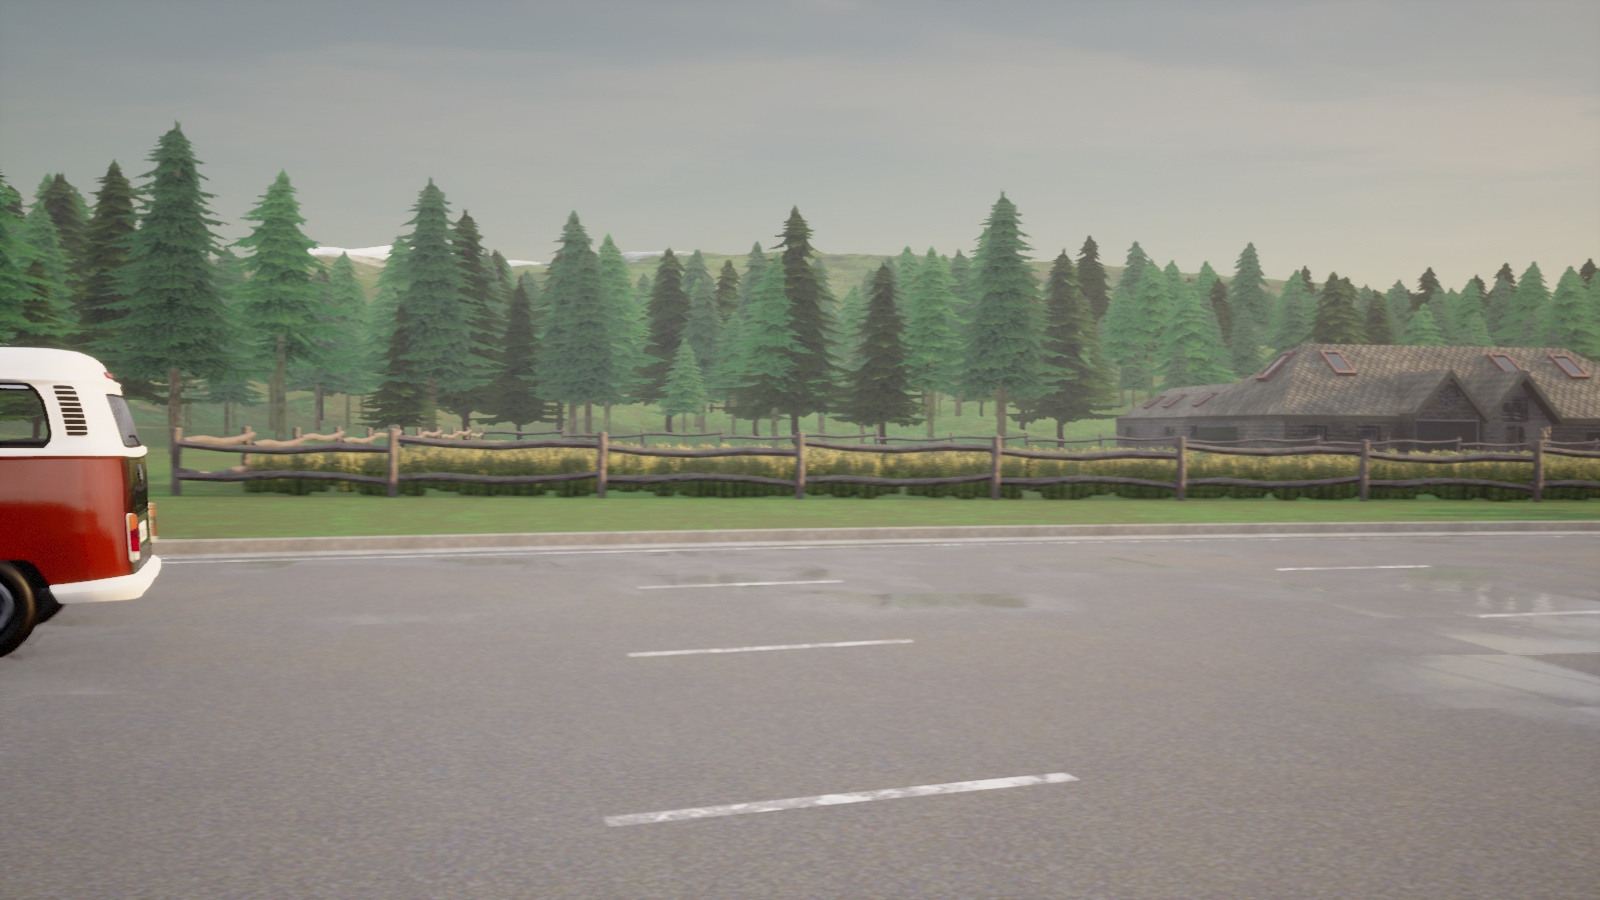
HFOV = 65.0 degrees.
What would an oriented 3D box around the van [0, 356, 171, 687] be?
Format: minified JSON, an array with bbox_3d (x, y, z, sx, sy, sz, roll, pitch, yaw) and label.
[{"bbox_3d":[-6.664,0.456,8.116,4.480,2.038,2.069,-1,1,-23],"label":"van"}]
